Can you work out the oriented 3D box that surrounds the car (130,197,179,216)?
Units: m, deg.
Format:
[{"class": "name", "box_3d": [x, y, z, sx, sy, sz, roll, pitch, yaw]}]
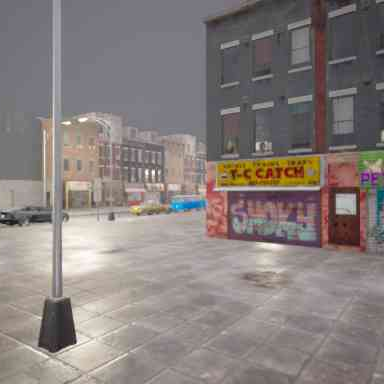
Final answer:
[{"class": "car", "box_3d": [-3.655, 1.448, 31.428, 1.752, 1.417, 4.829, 0, 0, 35]}]

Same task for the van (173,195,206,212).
[{"class": "van", "box_3d": [-0.465, 1.249, 35.896, 1.690, 1.788, 3.998, 0, 0, 35]}]

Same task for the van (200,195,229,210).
[{"class": "van", "box_3d": [2.824, 1.233, 40.503, 1.690, 1.788, 3.998, 0, 0, 35]}]

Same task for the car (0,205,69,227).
[{"class": "car", "box_3d": [-10.331, 1.522, 22.077, 1.947, 1.339, 4.313, 0, 0, 35]}]
